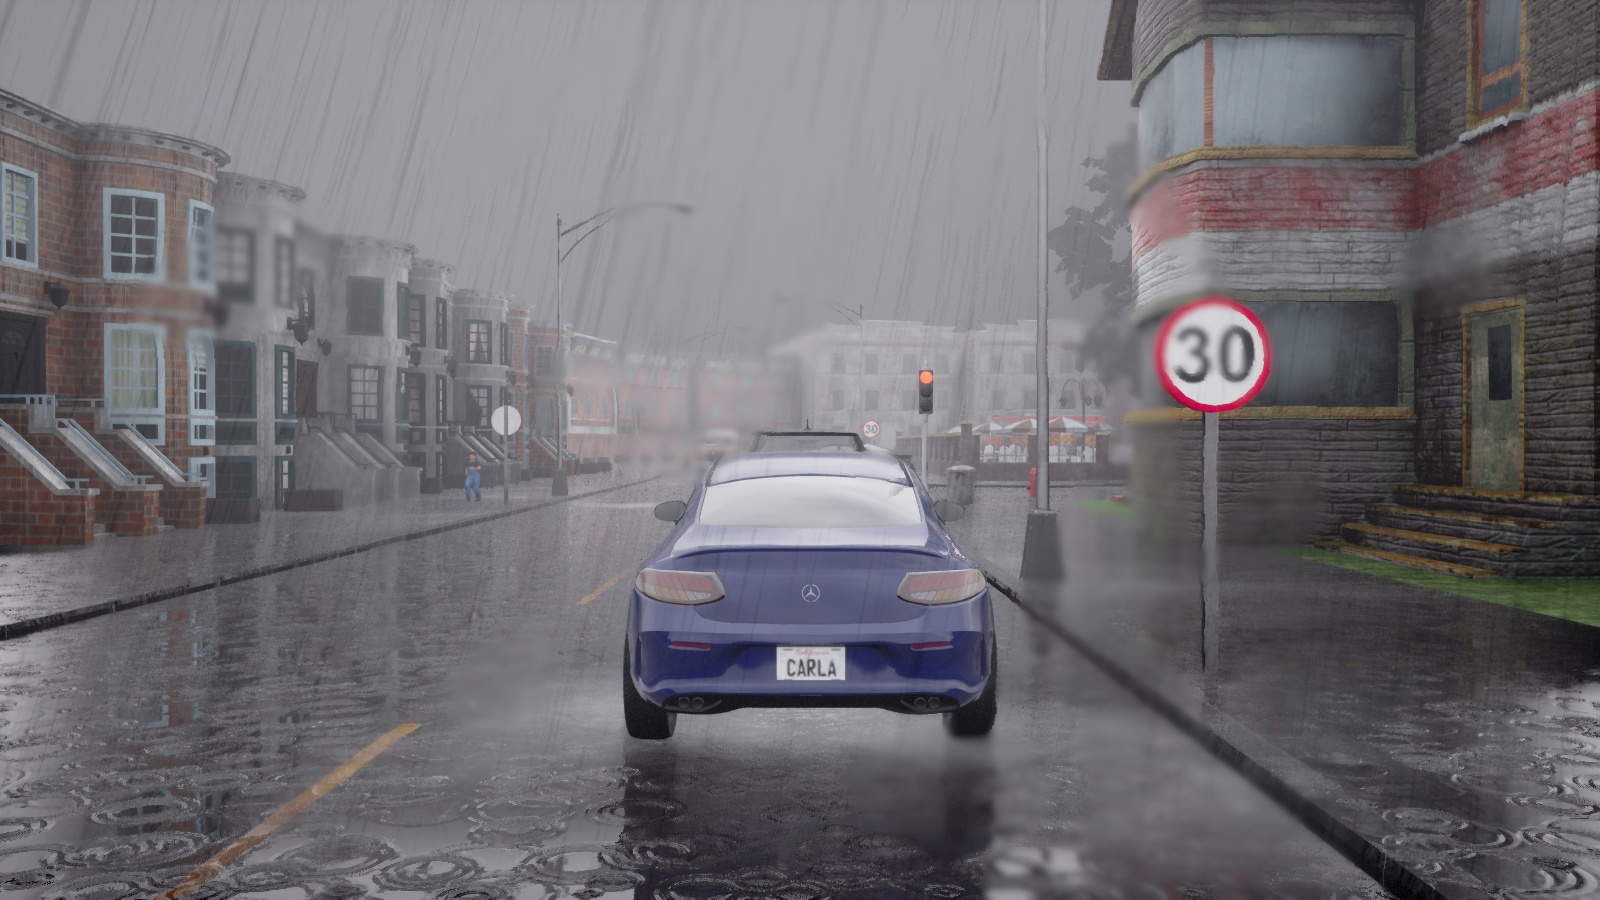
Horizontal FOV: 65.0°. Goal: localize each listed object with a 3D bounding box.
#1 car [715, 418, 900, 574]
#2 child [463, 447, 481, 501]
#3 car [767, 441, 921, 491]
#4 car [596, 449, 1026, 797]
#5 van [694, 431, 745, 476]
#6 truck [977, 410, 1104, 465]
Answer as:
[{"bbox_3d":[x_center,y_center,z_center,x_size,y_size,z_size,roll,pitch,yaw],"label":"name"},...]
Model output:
[{"bbox_3d":[0.102,0.512,16.547,2.097,1.767,4.553,0,0,0],"label":"car"},{"bbox_3d":[-7.789,0.561,29.866,0.270,1.263,0.437,0,0,7],"label":"child"},{"bbox_3d":[1.417,0.489,41.842,5.008,1.535,1.882,1,1,38],"label":"car"},{"bbox_3d":[0.058,0.729,7.638,1.812,1.442,4.674,0,0,0],"label":"car"},{"bbox_3d":[-3.687,0.138,58.264,2.069,2.038,4.480,0,0,0],"label":"van"},{"bbox_3d":[16.984,-0.907,89.093,8.468,3.827,2.891,0,0,0],"label":"truck"}]
